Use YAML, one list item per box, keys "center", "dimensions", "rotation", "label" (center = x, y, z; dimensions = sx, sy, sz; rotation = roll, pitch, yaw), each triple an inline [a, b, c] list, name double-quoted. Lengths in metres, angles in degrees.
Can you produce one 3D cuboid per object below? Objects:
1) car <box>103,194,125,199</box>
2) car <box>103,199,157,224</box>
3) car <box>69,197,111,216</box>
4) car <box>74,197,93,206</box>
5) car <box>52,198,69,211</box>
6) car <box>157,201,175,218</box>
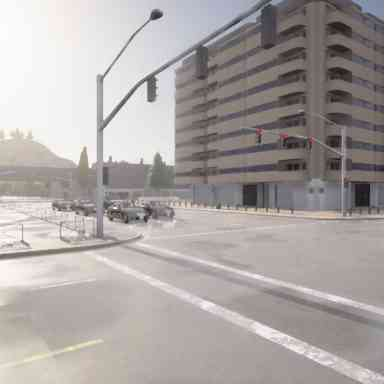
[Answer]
- center: [-9.065, 1.277, 37.573]
  dimensions: [2.150, 2.045, 5.566]
  rotation: [0, 0, -35]
  label: "car"
- center: [-5.032, 1.547, 25.819]
  dimensions: [2.128, 1.511, 4.902]
  rotation: [0, 0, -35]
  label: "car"
- center: [-10.279, 1.547, 33.231]
  dimensions: [2.128, 1.511, 4.902]
  rotation: [0, 0, -35]
  label: "car"
- center: [-18.916, 1.619, 57.884]
  dimensions: [1.994, 1.385, 4.181]
  rotation: [0, 0, -35]
  label: "car"
- center: [-16.086, 1.547, 41.446]
  dimensions: [2.128, 1.511, 4.902]
  rotation: [0, 0, -35]
  label: "car"
- center: [-3.365, 1.547, 29.522]
  dimensions: [2.128, 1.511, 4.902]
  rotation: [0, 0, -35]
  label: "car"
